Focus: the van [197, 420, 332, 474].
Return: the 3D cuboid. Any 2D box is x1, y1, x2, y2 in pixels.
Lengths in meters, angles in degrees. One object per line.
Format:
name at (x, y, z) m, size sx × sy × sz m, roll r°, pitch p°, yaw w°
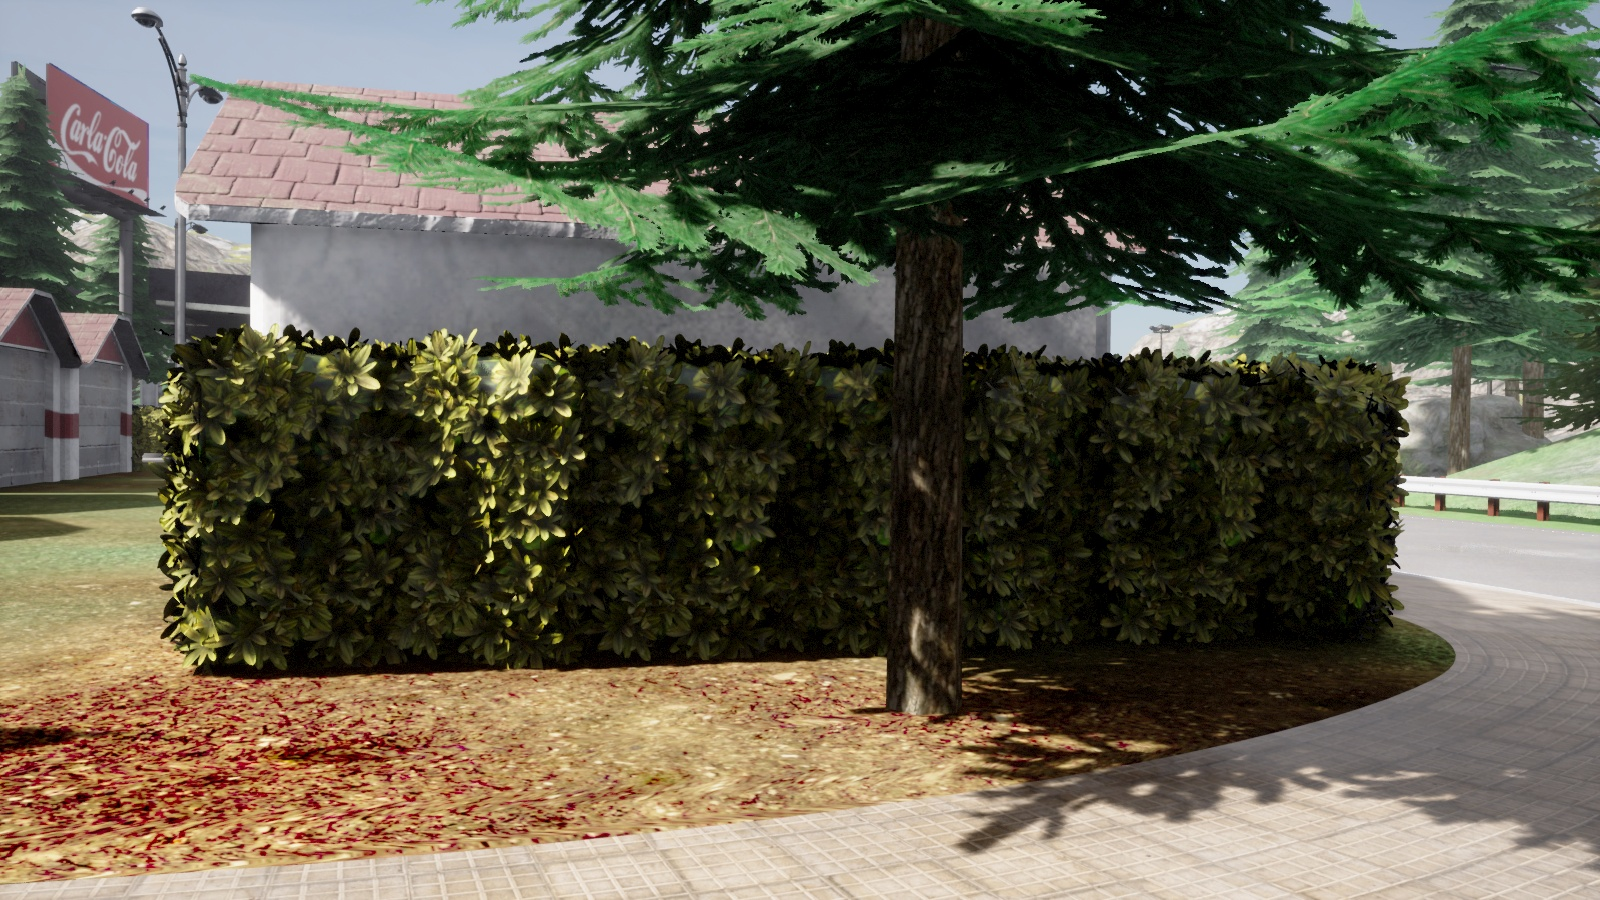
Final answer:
van at (-19.990, -0.100, 47.077) m, size 4.442 × 1.987 × 1.775 m, roll 0°, pitch 0°, yaw -14°
